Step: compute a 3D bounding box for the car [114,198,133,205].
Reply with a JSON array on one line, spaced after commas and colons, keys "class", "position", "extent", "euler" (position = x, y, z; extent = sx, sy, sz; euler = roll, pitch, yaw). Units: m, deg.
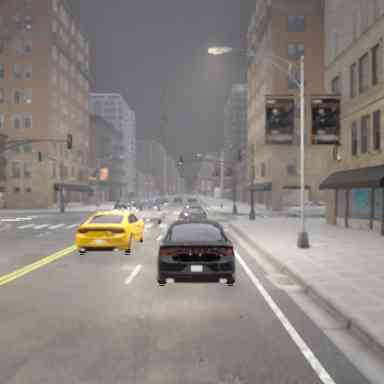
[{"class": "car", "position": [-9.835, 1.674, 47.507], "extent": [1.837, 1.490, 4.892], "euler": [0, 0, 0]}]

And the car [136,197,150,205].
[{"class": "car", "position": [-9.737, 1.725, 66.924], "extent": [2.128, 1.511, 4.902], "euler": [0, 0, 0]}]

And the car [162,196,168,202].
[{"class": "car", "position": [-6.488, 1.774, 65.091], "extent": [2.033, 1.411, 5.357], "euler": [0, 0, 0]}]

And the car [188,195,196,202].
[{"class": "car", "position": [0.016, 1.645, 86.484], "extent": [1.882, 1.535, 5.008], "euler": [0, 0, 0]}]

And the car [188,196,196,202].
[{"class": "car", "position": [0.015, 1.738, 76.064], "extent": [1.882, 1.535, 5.008], "euler": [0, 0, 0]}]

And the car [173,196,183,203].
[{"class": "car", "position": [-3.236, 1.760, 76.065], "extent": [1.837, 1.490, 4.892], "euler": [0, 0, 0]}]

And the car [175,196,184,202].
[{"class": "car", "position": [-3.234, 1.707, 86.485], "extent": [2.033, 1.411, 5.357], "euler": [0, 0, 0]}]

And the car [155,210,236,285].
[{"class": "car", "position": [0.102, 1.513, 9.653], "extent": [1.882, 1.535, 5.008], "euler": [0, 0, 0]}]

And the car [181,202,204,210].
[{"class": "car", "position": [0.073, 1.626, 21.479], "extent": [2.033, 1.411, 5.357], "euler": [0, 0, 0]}]

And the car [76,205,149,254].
[{"class": "car", "position": [-3.149, 1.528, 13.695], "extent": [1.882, 1.535, 5.008], "euler": [0, 0, 0]}]

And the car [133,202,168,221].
[{"class": "car", "position": [-3.143, 1.694, 25.952], "extent": [1.895, 1.301, 4.718], "euler": [0, 0, 0]}]

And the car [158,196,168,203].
[{"class": "car", "position": [-6.486, 1.748, 75.265], "extent": [1.837, 1.490, 4.892], "euler": [0, 0, 0]}]

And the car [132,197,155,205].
[{"class": "car", "position": [-6.576, 1.689, 45.839], "extent": [1.812, 1.442, 4.674], "euler": [0, 0, 0]}]

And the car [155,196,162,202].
[{"class": "car", "position": [-6.565, 1.720, 54.941], "extent": [1.812, 1.442, 4.674], "euler": [0, 0, 0]}]

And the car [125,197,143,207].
[{"class": "car", "position": [-9.796, 1.691, 56.692], "extent": [2.128, 1.511, 4.902], "euler": [0, 0, 1]}]

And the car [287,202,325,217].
[{"class": "car", "position": [11.727, 1.681, 32.704], "extent": [4.674, 1.442, 1.812], "euler": [0, 0, 0]}]
